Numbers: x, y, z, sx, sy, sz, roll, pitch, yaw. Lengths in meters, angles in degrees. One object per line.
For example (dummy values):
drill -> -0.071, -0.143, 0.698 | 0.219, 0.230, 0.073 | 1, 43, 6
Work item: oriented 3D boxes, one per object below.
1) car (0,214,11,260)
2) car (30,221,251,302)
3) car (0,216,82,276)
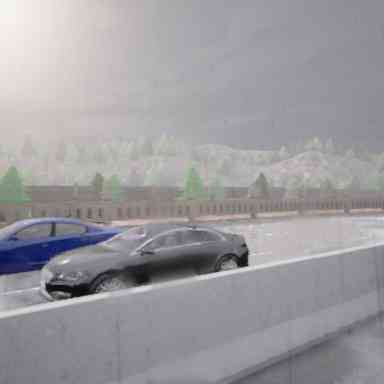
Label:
car -> -8.897, 1.547, 10.542 | 5.357, 1.411, 2.033 | 0, 0, -35
car -> -0.811, 1.492, 7.696 | 4.902, 1.511, 2.128 | 0, 0, -35
car -> -4.402, 1.478, 9.439 | 5.008, 1.535, 1.882 | 0, 0, -35
